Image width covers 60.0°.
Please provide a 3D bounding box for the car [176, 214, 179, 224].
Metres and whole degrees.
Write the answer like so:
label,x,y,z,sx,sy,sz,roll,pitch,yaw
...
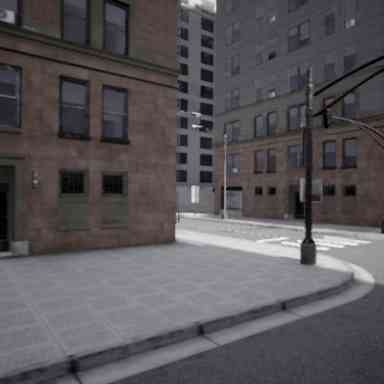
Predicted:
label,x,y,z,sx,sy,sz,roll,pitch,yaw
car,-2.848,1.764,26.396,1.812,1.442,4.674,1,-1,-35
